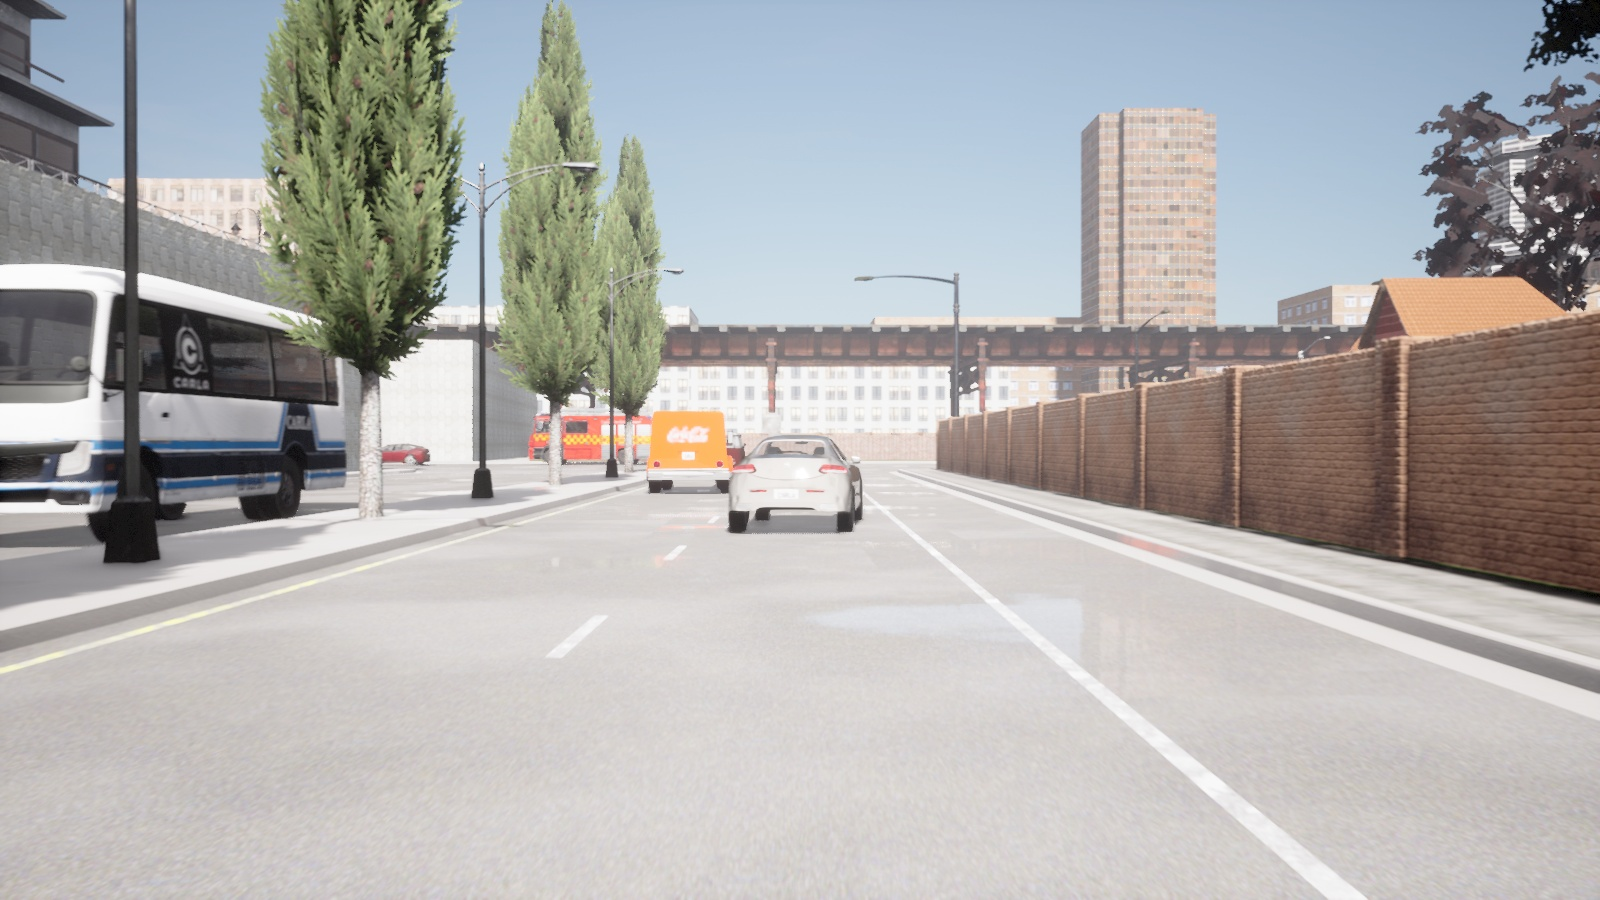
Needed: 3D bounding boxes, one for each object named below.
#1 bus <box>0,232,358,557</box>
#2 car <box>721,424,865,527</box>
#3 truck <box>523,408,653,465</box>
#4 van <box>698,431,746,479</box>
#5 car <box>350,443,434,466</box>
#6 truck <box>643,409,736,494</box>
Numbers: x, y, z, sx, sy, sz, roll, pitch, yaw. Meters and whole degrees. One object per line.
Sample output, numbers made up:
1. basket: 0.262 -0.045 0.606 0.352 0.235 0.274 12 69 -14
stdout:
1. bus: -11.414 -0.761 21.599 3.944 4.253 10.273 0 0 0
2. car: 0.014 0.397 22.809 2.152 1.651 5.027 0 0 5
3. truck: -14.479 -0.915 86.158 8.468 3.827 2.891 0 0 1
4. van: -3.321 0.191 54.216 1.775 1.987 4.442 0 0 0
5. car: -26.862 0.259 82.818 4.792 1.488 2.163 0 0 1
6. truck: -3.341 0.037 39.115 2.627 2.467 5.204 0 0 -2
